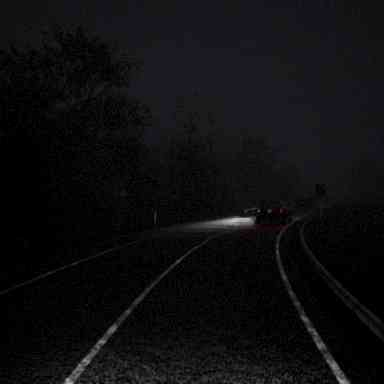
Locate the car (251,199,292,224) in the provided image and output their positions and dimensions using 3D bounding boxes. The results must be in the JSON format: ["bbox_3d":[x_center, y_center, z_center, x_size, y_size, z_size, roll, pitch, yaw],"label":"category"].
[{"bbox_3d":[6.238,1.364,25.133,2.097,1.767,4.553,-2,-1,23],"label":"car"}]

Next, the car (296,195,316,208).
[{"bbox_3d":[13.995,1.068,40.757,1.882,1.535,5.008,-2,1,28],"label":"car"}]

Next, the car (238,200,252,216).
[{"bbox_3d":[6.071,1.510,32.989,2.128,1.511,4.902,-2,0,27],"label":"car"}]
